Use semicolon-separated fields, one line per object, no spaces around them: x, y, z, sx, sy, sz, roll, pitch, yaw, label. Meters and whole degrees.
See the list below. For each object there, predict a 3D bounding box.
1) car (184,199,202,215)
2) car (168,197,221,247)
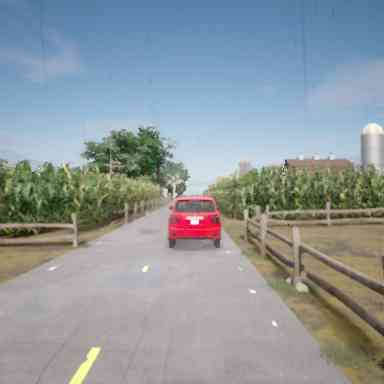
0.109;1.539;35.804;1.837;1.490;4.892;0;0;0;car
0.106;1.235;15.284;2.150;2.045;5.566;0;0;0;car
